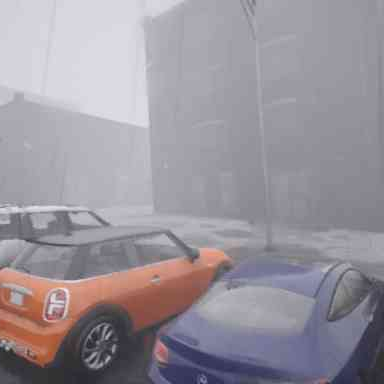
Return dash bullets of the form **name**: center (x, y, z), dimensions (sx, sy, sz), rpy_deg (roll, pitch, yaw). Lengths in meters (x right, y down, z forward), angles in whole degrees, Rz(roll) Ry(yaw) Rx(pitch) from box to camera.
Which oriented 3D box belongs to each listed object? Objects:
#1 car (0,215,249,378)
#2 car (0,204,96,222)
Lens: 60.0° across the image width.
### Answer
- **car**: center (-1.024, 1.391, 6.011), dimensions (2.185, 1.767, 4.553), rpy_deg (-1, 0, 36)
- **car**: center (-3.280, 1.290, 7.694), dimensions (2.435, 2.045, 5.566), rpy_deg (-1, 0, 35)
